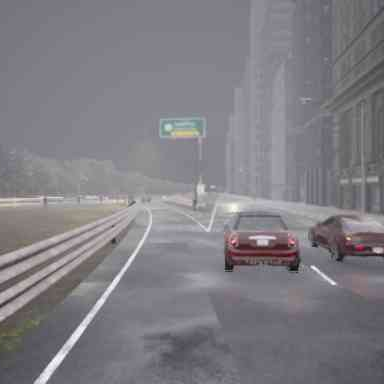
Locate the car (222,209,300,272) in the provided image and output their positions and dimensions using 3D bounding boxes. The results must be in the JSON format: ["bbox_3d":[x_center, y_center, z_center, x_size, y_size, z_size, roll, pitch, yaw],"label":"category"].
[{"bbox_3d":[2.094,1.389,11.131,2.097,1.767,4.553,0,0,5],"label":"car"}]

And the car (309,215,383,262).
[{"bbox_3d":[5.692,1.553,12.119,1.812,1.442,4.674,0,0,5],"label":"car"}]

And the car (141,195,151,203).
[{"bbox_3d":[-9.374,1.460,68.327,2.128,1.511,4.902,0,0,-11],"label":"car"}]
